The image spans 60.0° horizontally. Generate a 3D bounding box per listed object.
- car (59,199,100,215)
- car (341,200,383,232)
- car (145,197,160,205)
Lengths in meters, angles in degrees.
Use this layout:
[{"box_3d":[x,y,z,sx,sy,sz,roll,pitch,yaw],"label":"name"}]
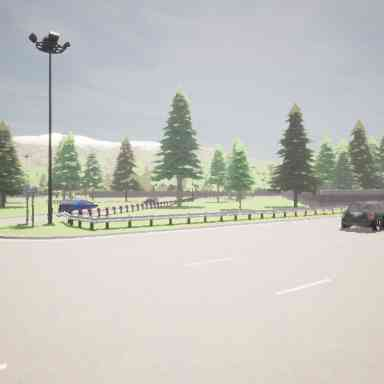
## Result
[{"box_3d":[-11.086,1.477,33.100,1.882,1.535,5.008,0,0,15],"label":"car"},{"box_3d":[11.114,1.353,20.238,4.553,1.767,2.097,0,0,-35],"label":"car"},{"box_3d":[-6.801,1.525,57.458,1.812,1.442,4.674,0,0,6],"label":"car"}]
